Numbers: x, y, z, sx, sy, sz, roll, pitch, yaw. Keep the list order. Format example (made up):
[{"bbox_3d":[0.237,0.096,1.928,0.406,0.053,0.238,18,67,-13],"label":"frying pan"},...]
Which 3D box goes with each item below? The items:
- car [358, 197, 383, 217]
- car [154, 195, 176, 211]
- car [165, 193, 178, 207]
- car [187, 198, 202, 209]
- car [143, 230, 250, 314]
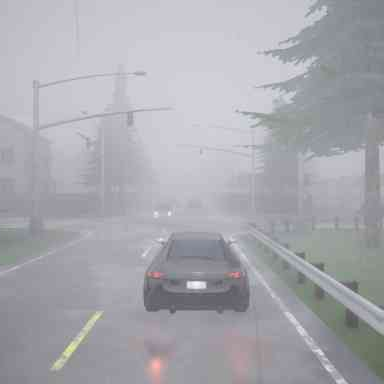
[{"bbox_3d":[16.076,1.206,26.003,5.566,2.045,2.150,0,0,0],"label":"car"},{"bbox_3d":[-3.412,1.477,41.553,1.882,1.535,5.008,0,0,0],"label":"car"},{"bbox_3d":[-3.362,1.221,52.210,2.150,2.045,5.566,0,0,0],"label":"car"},{"bbox_3d":[0.304,1.491,44.233,2.128,1.511,4.902,0,0,0],"label":"car"},{"bbox_3d":[0.098,1.564,7.705,1.994,1.385,4.181,0,0,1],"label":"car"}]
